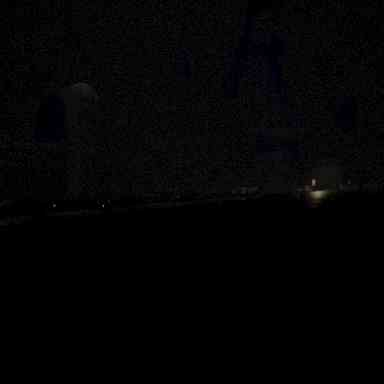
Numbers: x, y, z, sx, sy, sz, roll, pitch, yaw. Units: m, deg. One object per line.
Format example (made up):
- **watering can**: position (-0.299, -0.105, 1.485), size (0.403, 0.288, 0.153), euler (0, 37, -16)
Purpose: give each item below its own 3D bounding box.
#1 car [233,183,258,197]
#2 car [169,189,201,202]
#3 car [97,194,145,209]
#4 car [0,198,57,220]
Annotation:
- **car**: position (8.693, -0.350, 53.535), size (2.150, 2.045, 5.566), euler (-1, 1, 36)
- **car**: position (-0.770, 0.429, 40.436), size (1.837, 1.490, 4.892), euler (-1, 1, 36)
- **car**: position (-6.799, 0.864, 32.003), size (1.895, 1.301, 4.718), euler (-1, 1, 36)
- **car**: position (-12.526, 1.145, 23.914), size (2.033, 1.411, 5.357), euler (-1, 1, 34)
